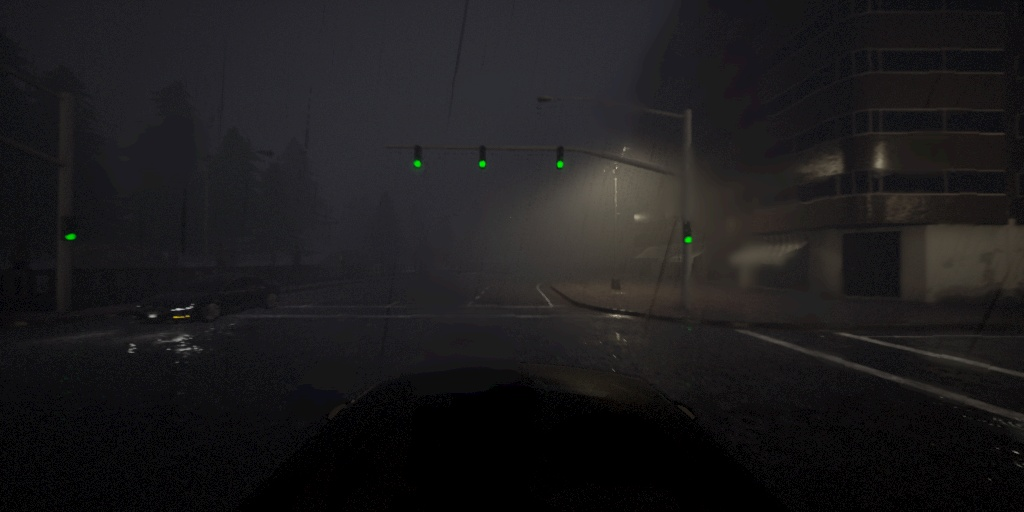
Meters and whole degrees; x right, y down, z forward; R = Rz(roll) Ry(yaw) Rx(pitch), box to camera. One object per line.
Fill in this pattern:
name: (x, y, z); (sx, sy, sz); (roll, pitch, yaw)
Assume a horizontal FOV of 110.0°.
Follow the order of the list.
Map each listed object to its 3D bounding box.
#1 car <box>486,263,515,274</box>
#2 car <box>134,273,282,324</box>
car: (-1.649, 1.831, 51.585); (1.837, 1.490, 4.892); (0, 1, 40)
car: (-10.263, 1.419, 12.632); (1.837, 1.490, 4.892); (0, 1, -1)
